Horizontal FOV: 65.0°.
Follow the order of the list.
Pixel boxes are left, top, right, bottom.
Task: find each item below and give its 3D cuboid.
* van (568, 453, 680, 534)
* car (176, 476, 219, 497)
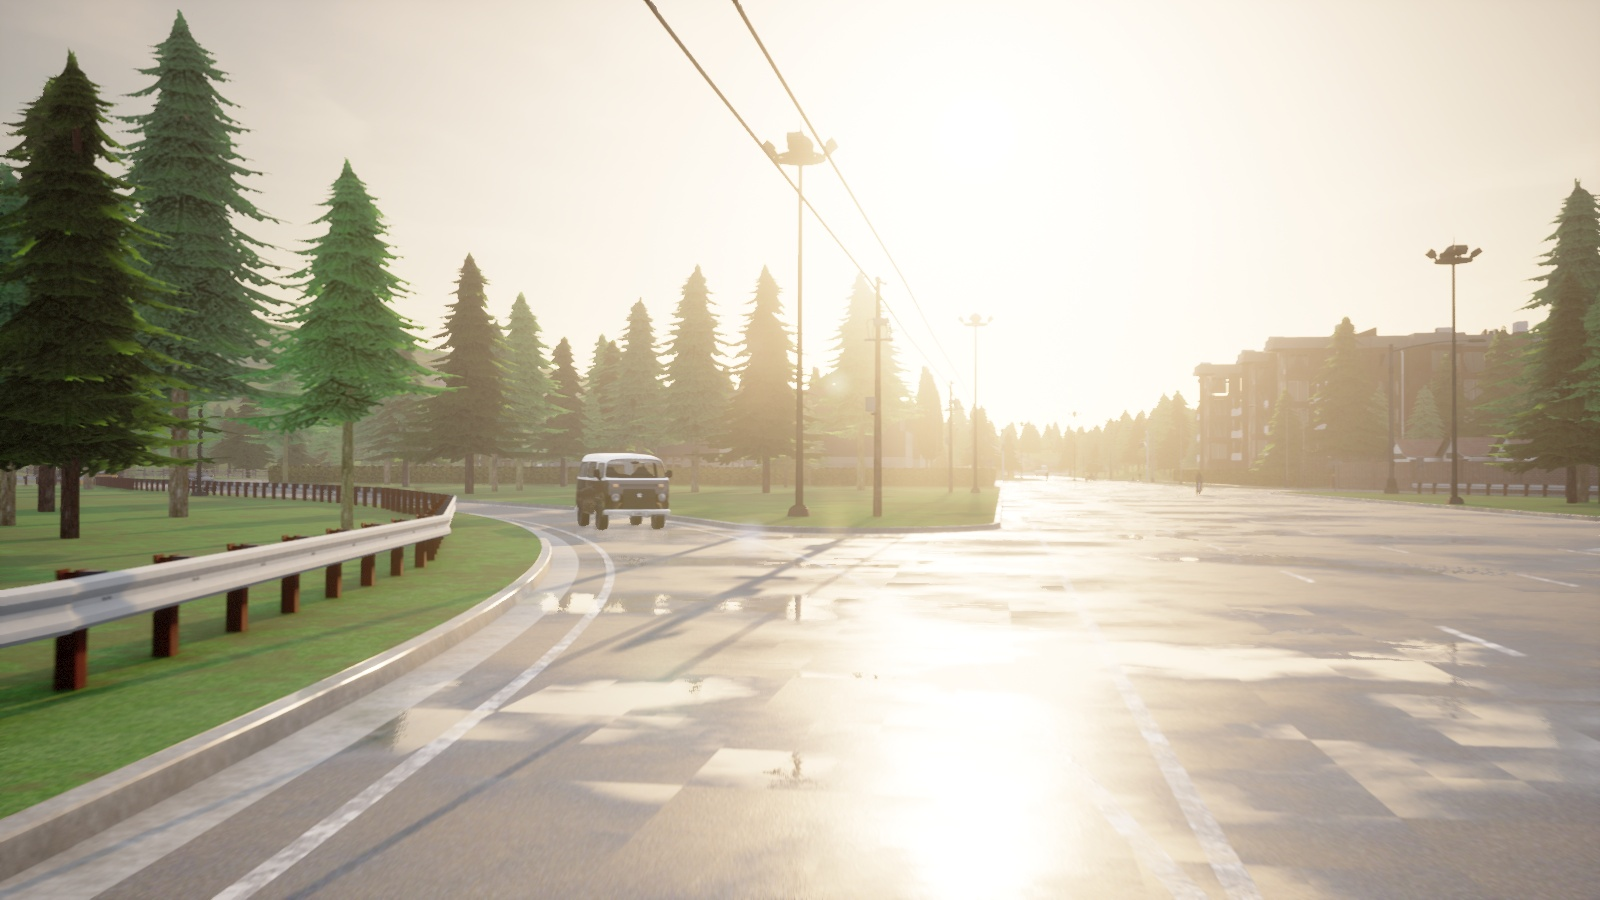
[{"bbox_3d":[-4.842,1.128,34.013,2.069,2.038,4.480,0,-1,-21],"label":"van"},{"bbox_3d":[-41.860,2.516,87.204,1.994,1.385,4.181,0,-1,-36],"label":"car"}]
